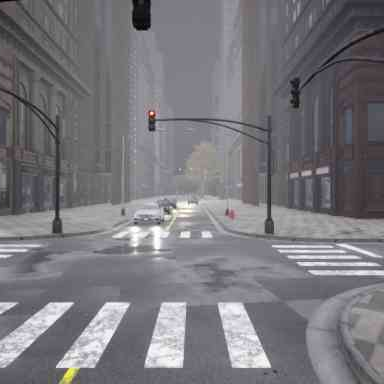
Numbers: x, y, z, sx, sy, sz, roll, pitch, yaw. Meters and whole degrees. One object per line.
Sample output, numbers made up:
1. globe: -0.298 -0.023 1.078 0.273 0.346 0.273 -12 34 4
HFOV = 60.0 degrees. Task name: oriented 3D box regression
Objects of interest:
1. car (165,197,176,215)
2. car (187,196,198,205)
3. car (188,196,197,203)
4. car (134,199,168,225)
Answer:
1. car: -3.067 1.552 34.914 2.033 1.411 5.357 0 0 0
2. car: 0.148 1.582 59.420 2.033 1.411 5.357 0 0 0
3. car: 0.169 1.574 69.769 1.812 1.442 4.674 0 0 0
4. car: -3.075 1.526 24.504 1.812 1.442 4.674 0 0 0
